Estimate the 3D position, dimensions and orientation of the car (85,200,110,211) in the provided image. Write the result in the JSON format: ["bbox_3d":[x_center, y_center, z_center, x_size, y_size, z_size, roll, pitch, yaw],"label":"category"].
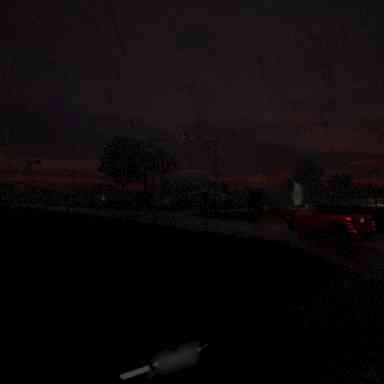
[{"bbox_3d":[-13.175,1.846,47.309,1.812,1.442,4.674,-1,0,-35],"label":"car"}]

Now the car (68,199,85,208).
[{"bbox_3d":[-19.215,1.941,55.674,1.882,1.535,5.008,-1,-1,-36],"label":"car"}]

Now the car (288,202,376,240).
[{"bbox_3d":[7.264,1.397,17.855,2.097,1.767,4.553,-1,0,-24],"label":"car"}]
